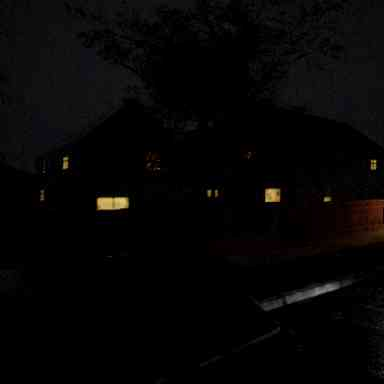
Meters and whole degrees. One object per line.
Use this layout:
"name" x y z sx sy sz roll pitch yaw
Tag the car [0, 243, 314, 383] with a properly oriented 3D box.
"car" -1.278 1.351 2.147 4.553 1.767 2.097 -1 0 -35
